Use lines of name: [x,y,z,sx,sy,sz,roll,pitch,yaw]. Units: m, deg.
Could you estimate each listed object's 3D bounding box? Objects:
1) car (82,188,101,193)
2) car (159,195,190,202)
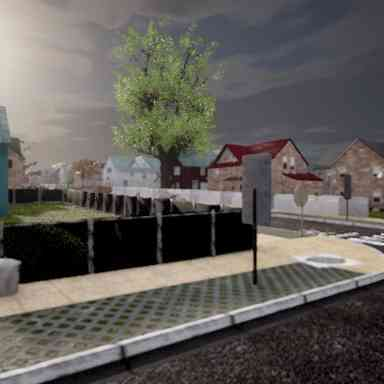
car: [-14.312,0.198,47.146,2.128,1.511,4.902,0,1,-34]
car: [-1.563,0.944,28.548,1.994,1.385,4.181,0,2,-35]
